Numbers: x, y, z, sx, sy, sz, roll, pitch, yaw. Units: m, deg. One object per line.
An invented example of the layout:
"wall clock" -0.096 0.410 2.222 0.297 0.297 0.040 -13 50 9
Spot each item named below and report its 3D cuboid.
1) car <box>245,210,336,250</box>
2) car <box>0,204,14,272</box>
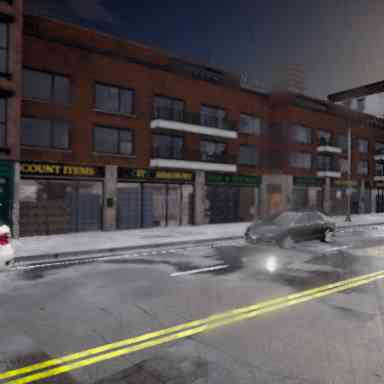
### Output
"car" 4.491 1.592 14.866 4.892 1.490 1.837 0 0 -35
"car" -6.775 1.211 6.787 5.566 2.045 2.150 1 0 -37
